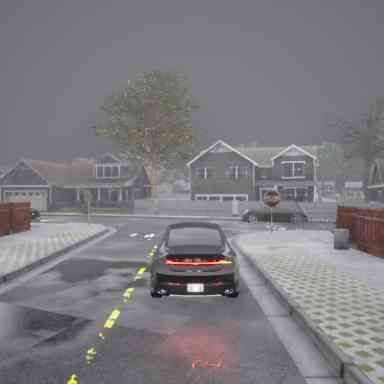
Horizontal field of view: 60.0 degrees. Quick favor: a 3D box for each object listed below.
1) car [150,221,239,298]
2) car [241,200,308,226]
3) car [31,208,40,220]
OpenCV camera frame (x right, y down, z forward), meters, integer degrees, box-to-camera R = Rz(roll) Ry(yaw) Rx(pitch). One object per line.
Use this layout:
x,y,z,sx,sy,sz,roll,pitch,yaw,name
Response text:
0.045,1.506,8.517,1.837,1.490,4.892,0,0,0,car
5.828,1.398,23.715,4.553,1.767,2.097,0,0,15,car
-14.033,1.497,25.789,4.181,1.385,1.994,0,0,13,car
